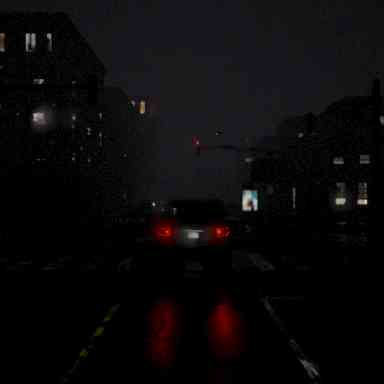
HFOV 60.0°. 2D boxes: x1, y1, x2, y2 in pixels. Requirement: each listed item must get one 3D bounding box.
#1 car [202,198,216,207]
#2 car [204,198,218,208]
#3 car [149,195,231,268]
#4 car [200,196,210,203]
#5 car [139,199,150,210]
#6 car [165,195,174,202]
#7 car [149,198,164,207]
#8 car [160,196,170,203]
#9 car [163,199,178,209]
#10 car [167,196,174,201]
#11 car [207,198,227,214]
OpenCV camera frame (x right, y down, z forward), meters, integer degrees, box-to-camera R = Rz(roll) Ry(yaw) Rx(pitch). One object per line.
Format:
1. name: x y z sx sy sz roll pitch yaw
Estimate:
1. car: 2.701 1.621 54.160 2.008 1.369 4.403 0 0 0
2. car: 2.700 1.641 48.463 1.802 1.307 4.206 0 0 0
3. car: 0.066 1.239 11.411 2.150 2.045 5.566 0 0 1
4. car: 2.707 1.657 71.250 2.008 1.369 4.403 -1 0 0
5. car: -5.683 1.600 42.757 2.008 1.369 4.403 0 0 0
6. car: -5.672 1.574 82.633 1.967 1.590 4.097 -1 0 0
7. car: -5.679 1.621 54.150 2.008 1.369 4.403 0 0 0
8. car: -5.674 1.631 71.070 1.752 1.417 4.829 0 0 0
9. car: -3.067 1.660 48.186 1.895 1.301 4.718 0 0 0
10. car: -5.669 1.674 88.159 1.752 1.417 4.829 -1 0 0
11. car: 2.695 1.480 37.070 1.967 1.590 4.097 0 0 0
